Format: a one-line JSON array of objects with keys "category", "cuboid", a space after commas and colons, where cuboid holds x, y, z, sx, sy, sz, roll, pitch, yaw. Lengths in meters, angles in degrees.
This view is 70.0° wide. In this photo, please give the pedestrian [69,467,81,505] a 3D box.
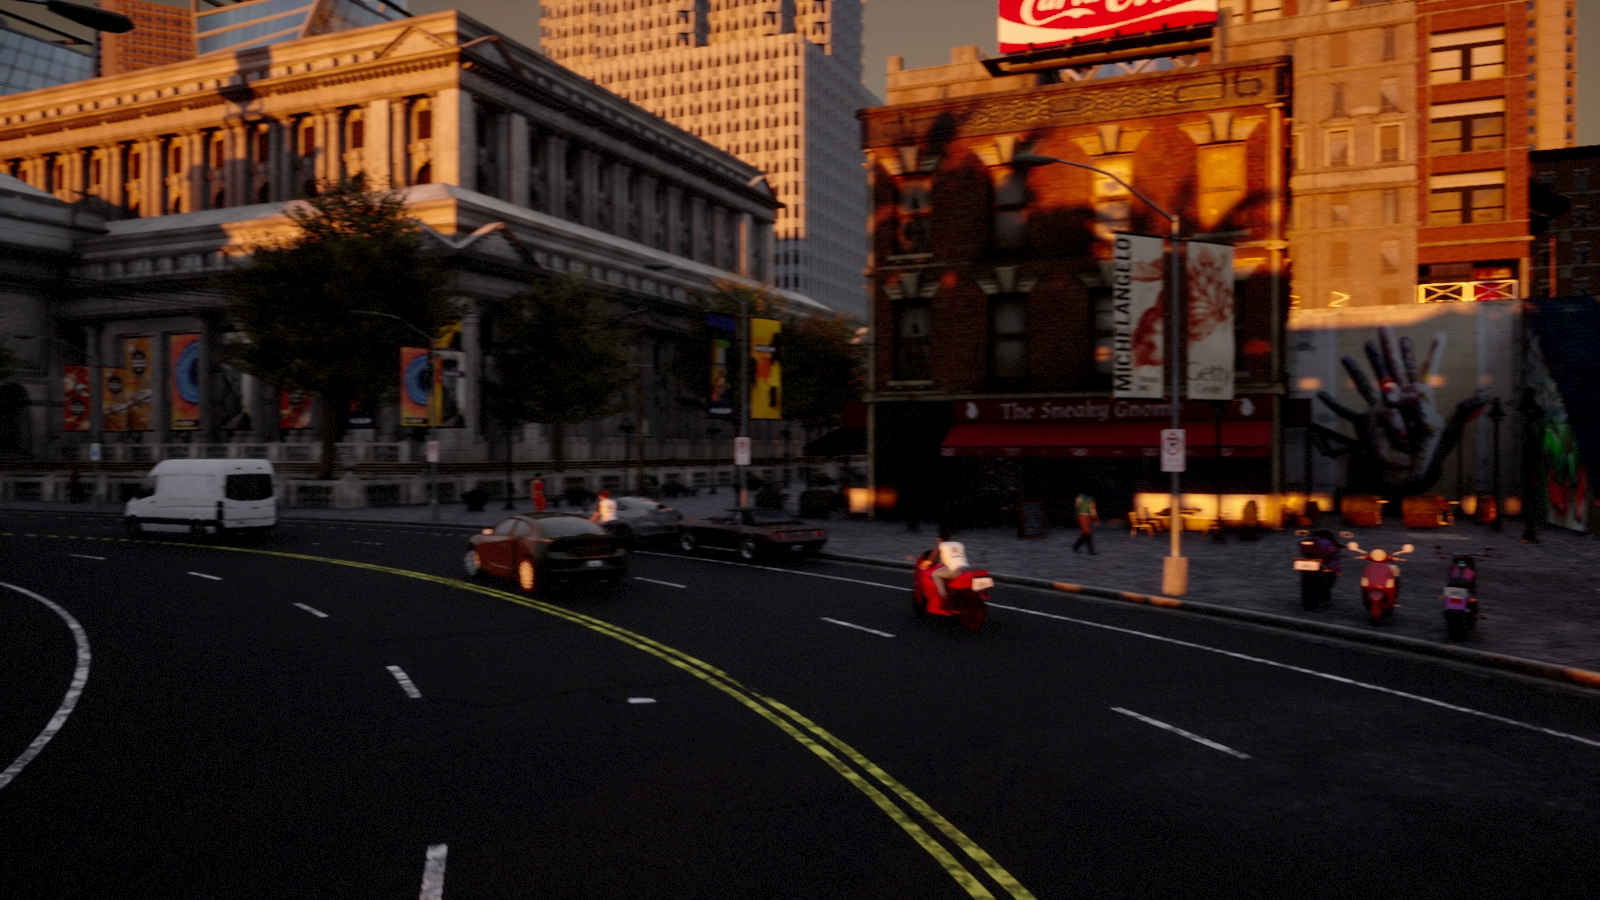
[{"category": "pedestrian", "cuboid": [-35.997, 1.765, 56.711, 0.375, 1.860, 0.375, 0, 0, 26]}]

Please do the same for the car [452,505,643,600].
[{"category": "car", "cuboid": [-5.433, 2.045, 24.057, 2.097, 1.535, 5.006, 0, 0, -36]}]

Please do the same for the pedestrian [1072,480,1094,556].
[{"category": "pedestrian", "cuboid": [7.051, 1.686, 28.490, 0.375, 1.860, 0.375, 0, 0, -22]}]

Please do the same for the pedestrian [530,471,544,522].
[{"category": "pedestrian", "cuboid": [-9.679, 1.717, 42.049, 0.375, 1.860, 0.375, 0, 0, 31]}]

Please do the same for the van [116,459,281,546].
[{"category": "van", "cuboid": [-19.206, 1.571, 36.392, 5.915, 2.561, 1.988, 0, 0, 33]}]

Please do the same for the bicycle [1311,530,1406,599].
[{"category": "bicycle", "cuboid": [10.753, 2.188, 22.042, 0.373, 1.196, 1.643, 0, 0, -40]}]
